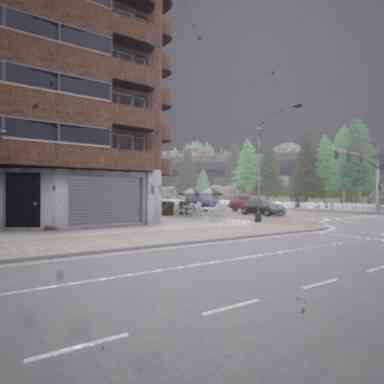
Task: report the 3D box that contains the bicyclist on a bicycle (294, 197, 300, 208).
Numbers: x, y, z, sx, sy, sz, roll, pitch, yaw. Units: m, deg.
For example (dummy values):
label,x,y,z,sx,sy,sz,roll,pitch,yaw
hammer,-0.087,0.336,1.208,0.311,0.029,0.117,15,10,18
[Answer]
label,x,y,z,sx,sy,sz,roll,pitch,yaw
bicyclist on a bicycle,14.877,1.525,46.926,1.656,1.620,0.582,0,0,-36

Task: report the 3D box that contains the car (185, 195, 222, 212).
label,x,y,z,sx,sy,sz,roll,pitch,yaw
car,1.348,1.342,40.814,2.150,2.045,5.566,1,0,-37

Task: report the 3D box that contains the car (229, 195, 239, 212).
label,x,y,z,sx,sy,sz,roll,pitch,yaw
car,6.805,1.367,39.290,2.150,2.045,5.566,1,0,-36

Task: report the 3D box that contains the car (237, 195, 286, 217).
label,x,y,z,sx,sy,sz,roll,pitch,yaw
car,7.050,1.473,32.951,2.097,1.767,4.553,1,0,-36
